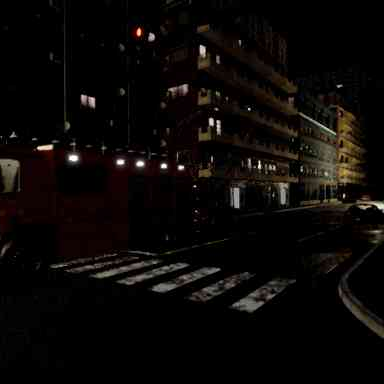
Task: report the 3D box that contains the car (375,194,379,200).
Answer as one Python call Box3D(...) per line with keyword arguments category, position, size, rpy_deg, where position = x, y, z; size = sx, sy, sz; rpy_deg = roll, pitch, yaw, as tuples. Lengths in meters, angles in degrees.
Box3D(category="car", position=(43.949, 1.228, 80.173), size=(1.947, 1.339, 4.313), rpy_deg=(-1, 0, 36))

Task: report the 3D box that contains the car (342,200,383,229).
Box3D(category="car", position=(10.467, 1.370, 20.173), size=(1.887, 1.381, 4.507), rpy_deg=(-1, 0, 36))

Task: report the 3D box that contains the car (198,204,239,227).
Box3D(category="car", position=(1.541, 1.511, 22.564), size=(1.887, 1.381, 4.507), rpy_deg=(-1, 0, 36))

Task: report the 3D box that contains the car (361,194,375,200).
Box3D(category="car", position=(37.228, 1.290, 71.009), size=(1.802, 1.307, 4.206), rpy_deg=(-1, 0, 36))

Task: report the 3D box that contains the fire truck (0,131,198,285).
Box3D(category="fire truck", position=(-3.551, 0.324, 10.895), size=(2.891, 3.827, 8.468), rpy_deg=(-1, 0, 36))

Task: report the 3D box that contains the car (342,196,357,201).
Box3D(category="car", position=(27.146, 1.344, 57.262), size=(1.947, 1.339, 4.313), rpy_deg=(-1, 0, 36))
